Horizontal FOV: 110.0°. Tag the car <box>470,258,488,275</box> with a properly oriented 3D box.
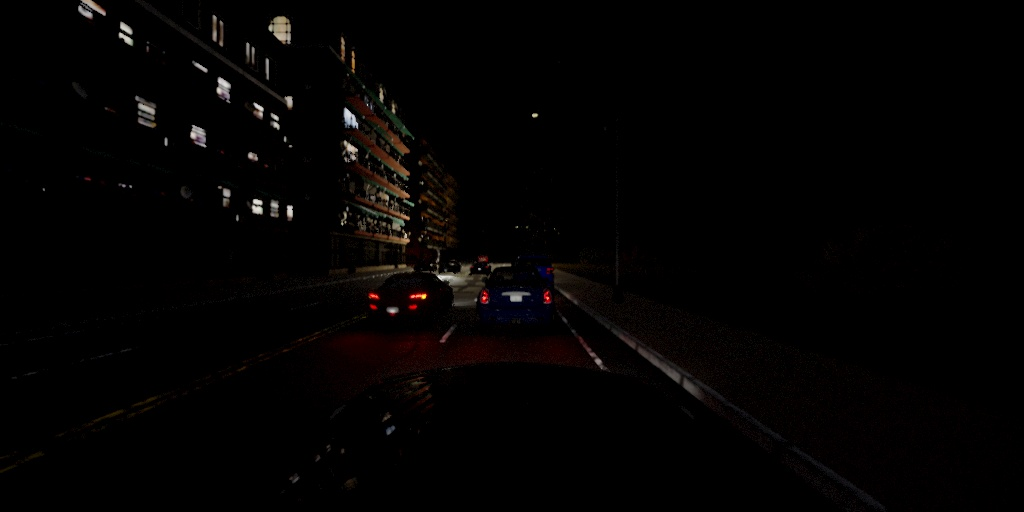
[{"bbox_3d":[-3.143,1.225,36.677,1.994,1.385,4.181,0,0,0],"label":"car"}]

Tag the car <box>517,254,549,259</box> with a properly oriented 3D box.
[{"bbox_3d":[1.141,0.928,20.692,2.150,2.045,5.566,0,0,0],"label":"car"}]

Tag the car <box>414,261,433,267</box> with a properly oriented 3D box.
[{"bbox_3d":[-9.841,1.213,40.993,1.994,1.385,4.181,0,0,0],"label":"car"}]

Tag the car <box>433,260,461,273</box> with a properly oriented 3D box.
[{"bbox_3d":[-6.592,1.148,38.140,2.128,1.511,4.902,0,0,0],"label":"car"}]

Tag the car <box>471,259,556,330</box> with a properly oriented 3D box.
[{"bbox_3d":[0.101,1.079,11.117,2.097,1.767,4.553,0,0,0],"label":"car"}]

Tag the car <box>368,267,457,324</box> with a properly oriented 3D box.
[{"bbox_3d":[-3.147,1.251,11.753,1.812,1.442,4.674,0,0,0],"label":"car"}]
